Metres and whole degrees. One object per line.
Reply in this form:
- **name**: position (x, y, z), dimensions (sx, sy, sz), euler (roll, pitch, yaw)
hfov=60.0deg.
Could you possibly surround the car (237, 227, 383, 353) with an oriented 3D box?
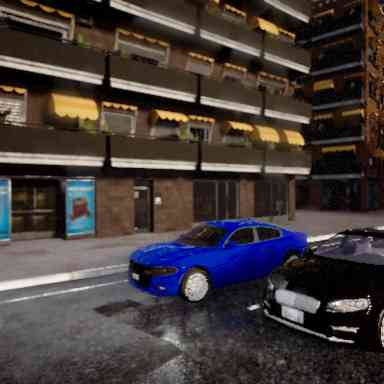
- **car**: position (3.410, 1.469, 6.181), dimensions (4.902, 1.511, 2.128), euler (0, 0, -36)

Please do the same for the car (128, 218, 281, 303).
- **car**: position (0.858, 1.461, 8.343), dimensions (5.008, 1.535, 1.882), euler (0, 0, -36)
